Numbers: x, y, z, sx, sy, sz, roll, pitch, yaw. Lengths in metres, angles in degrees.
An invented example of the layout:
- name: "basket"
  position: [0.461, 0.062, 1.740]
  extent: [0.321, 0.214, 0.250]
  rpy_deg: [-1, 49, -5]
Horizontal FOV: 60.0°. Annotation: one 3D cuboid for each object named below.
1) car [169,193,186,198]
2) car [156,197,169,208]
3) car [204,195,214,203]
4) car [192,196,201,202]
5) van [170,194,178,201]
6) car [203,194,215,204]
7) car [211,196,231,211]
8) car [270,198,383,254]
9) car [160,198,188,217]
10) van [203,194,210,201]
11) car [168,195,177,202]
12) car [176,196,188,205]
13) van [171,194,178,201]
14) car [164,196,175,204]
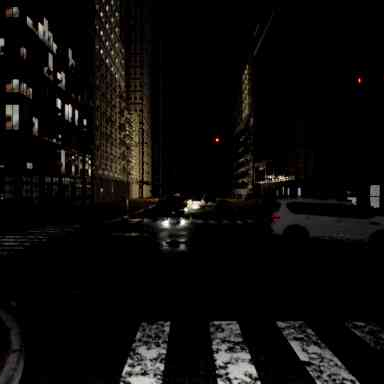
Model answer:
- name: "car"
  position: [-1.697, 1.362, 47.394]
  extent: [2.097, 1.767, 4.553]
  rpy_deg: [0, 0, 0]
- name: "car"
  position: [-4.170, 1.592, 47.257]
  extent: [1.802, 1.307, 4.206]
  rpy_deg: [0, 0, 0]
- name: "car"
  position: [3.549, 1.432, 69.425]
  extent: [1.967, 1.590, 4.097]
  rpy_deg: [0, 0, 0]
- name: "car"
  position: [0.968, 1.512, 73.228]
  extent: [1.812, 1.442, 4.674]
  rpy_deg: [0, 0, 0]
- name: "van"
  position: [-4.412, 1.321, 80.422]
  extent: [1.690, 1.788, 3.998]
  rpy_deg: [0, 0, 0]
- name: "car"
  position: [3.589, 1.313, 63.896]
  extent: [2.192, 1.841, 5.009]
  rpy_deg: [0, 0, 0]
- name: "car"
  position: [3.800, 1.579, 41.788]
  extent: [1.947, 1.339, 4.313]
  rpy_deg: [0, 0, 0]
- name: "car"
  position: [6.231, 1.355, 14.421]
  extent: [5.566, 2.045, 2.150]
  rpy_deg: [1, 1, 24]
- name: "car"
  position: [-1.617, 1.543, 31.563]
  extent: [1.812, 1.442, 4.674]
  rpy_deg: [0, 0, 1]
- name: "van"
  position: [3.468, 1.321, 80.479]
  extent: [1.690, 1.788, 3.998]
  rpy_deg: [0, 0, 0]
- name: "car"
  position: [-4.372, 1.426, 74.895]
  extent: [1.967, 1.590, 4.097]
  rpy_deg: [0, 0, 0]
- name: "car"
  position: [-1.763, 1.493, 60.640]
  extent: [2.128, 1.511, 4.902]
  rpy_deg: [0, 0, 0]
- name: "van"
  position: [-4.452, 1.315, 85.949]
  extent: [1.690, 1.788, 3.998]
  rpy_deg: [0, 0, 0]
- name: "car"
  position: [-4.291, 1.564, 63.839]
  extent: [1.947, 1.339, 4.313]
  rpy_deg: [0, 0, 0]
